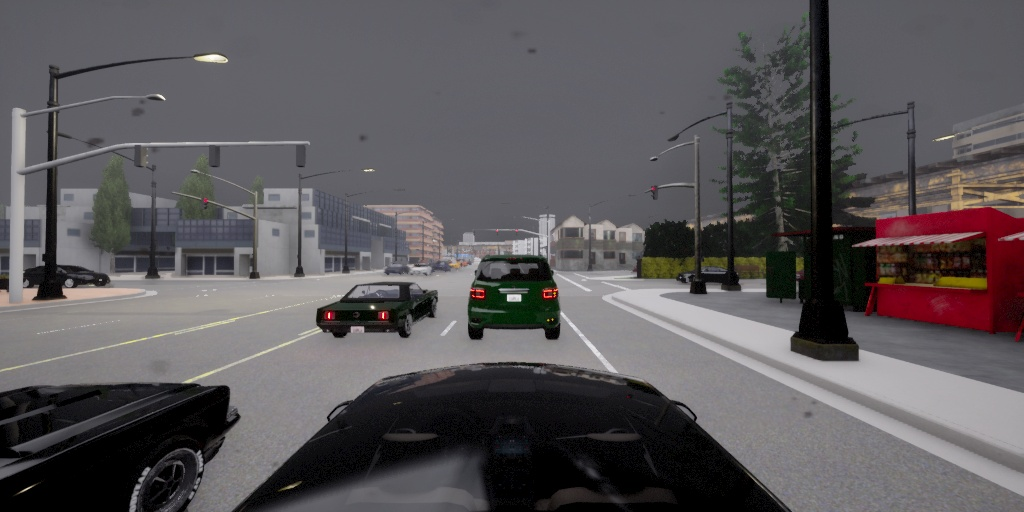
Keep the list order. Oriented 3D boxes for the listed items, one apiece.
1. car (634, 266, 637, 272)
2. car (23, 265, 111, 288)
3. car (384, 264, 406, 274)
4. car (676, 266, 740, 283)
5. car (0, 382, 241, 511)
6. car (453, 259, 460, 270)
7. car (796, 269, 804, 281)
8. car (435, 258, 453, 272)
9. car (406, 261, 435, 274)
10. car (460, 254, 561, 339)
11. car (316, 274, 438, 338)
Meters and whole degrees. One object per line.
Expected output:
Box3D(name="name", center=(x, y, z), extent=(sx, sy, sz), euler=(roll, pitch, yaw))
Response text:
Box3D(name="car", center=(21.047, 1.852, 56.747), extent=(1.994, 1.385, 4.181), euler=(-1, -1, 45))
Box3D(name="car", center=(-29.644, 1.344, 23.742), extent=(4.892, 1.490, 1.837), euler=(0, -1, 1))
Box3D(name="car", center=(-14.136, 1.637, 44.508), extent=(2.033, 1.411, 5.357), euler=(0, -1, 0))
Box3D(name="car", center=(14.745, 1.448, 27.112), extent=(4.181, 1.385, 1.994), euler=(0, -1, 0))
Box3D(name="car", center=(-3.402, 1.351, 1.100), extent=(1.895, 1.301, 4.718), euler=(0, 0, 0))
Box3D(name="car", center=(-10.596, 1.616, 64.592), extent=(1.882, 1.535, 5.008), euler=(0, 0, 0))
Box3D(name="car", center=(23.242, 1.409, 27.045), extent=(4.674, 1.442, 1.812), euler=(0, -1, 1))
Box3D(name="car", center=(-10.626, 1.520, 53.908), extent=(2.097, 1.767, 4.553), euler=(0, -1, 0))
Box3D(name="car", center=(-10.533, 1.595, 41.660), extent=(1.812, 1.442, 4.674), euler=(0, -1, -3))
Box3D(name="car", center=(0.059, 0.986, 10.224), extent=(2.150, 2.045, 5.566), euler=(0, 0, 0))
Box3D(name="car", center=(-3.438, 1.368, 10.240), extent=(1.895, 1.301, 4.718), euler=(0, 0, 0))
